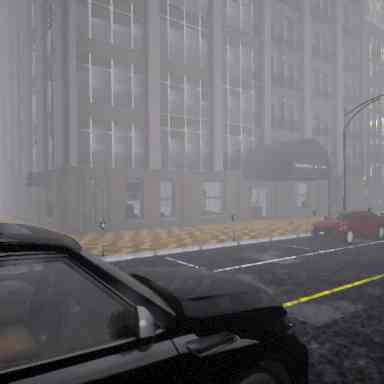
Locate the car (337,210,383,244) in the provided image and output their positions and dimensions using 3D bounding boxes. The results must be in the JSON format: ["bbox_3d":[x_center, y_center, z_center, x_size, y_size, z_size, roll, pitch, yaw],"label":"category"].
[{"bbox_3d":[7.474,1.542,15.764,4.507,1.381,1.887,0,-1,-35],"label":"car"}]

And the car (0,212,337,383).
[{"bbox_3d":[-1.587,1.223,2.302,5.566,2.045,2.150,0,0,-36],"label":"car"}]
